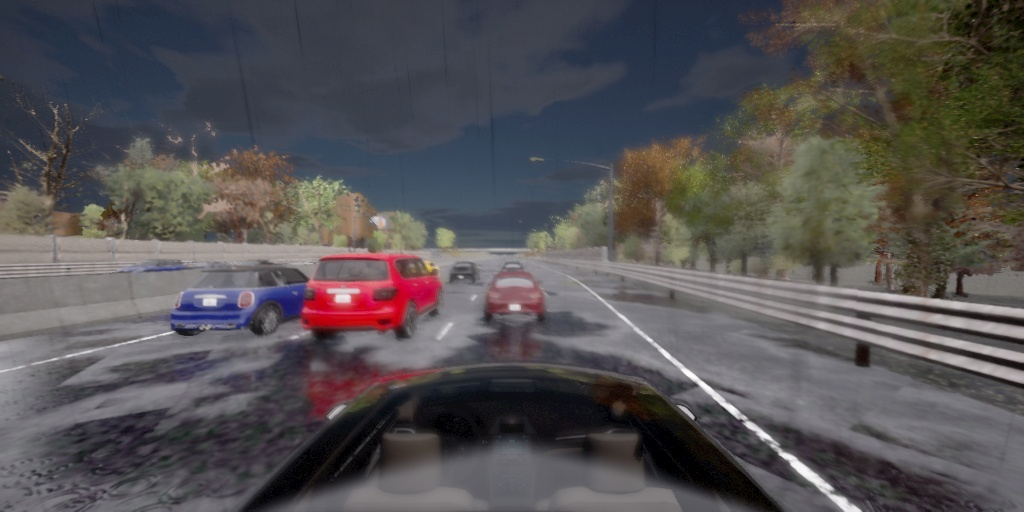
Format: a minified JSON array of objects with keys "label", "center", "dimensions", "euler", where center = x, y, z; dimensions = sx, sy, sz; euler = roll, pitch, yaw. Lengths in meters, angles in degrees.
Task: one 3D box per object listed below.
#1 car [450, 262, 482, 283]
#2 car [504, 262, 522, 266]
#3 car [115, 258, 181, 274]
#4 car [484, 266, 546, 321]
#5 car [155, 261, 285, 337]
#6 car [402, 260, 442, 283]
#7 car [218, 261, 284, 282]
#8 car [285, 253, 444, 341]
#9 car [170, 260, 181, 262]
[{"label":"car","center":[-3.410,1.174,26.619],"dimensions":[1.837,1.490,4.892],"euler":[0,0,0]},{"label":"car","center":[0.091,1.192,27.586],"dimensions":[1.812,1.442,4.674],"euler":[0,0,0]},{"label":"car","center":[-27.934,1.019,28.029],"dimensions":[2.097,1.767,4.553],"euler":[0,0,-1]},{"label":"car","center":[0.094,1.240,12.117],"dimensions":[1.812,1.442,4.674],"euler":[0,0,0]},{"label":"car","center":[-6.906,1.073,10.337],"dimensions":[2.097,1.767,4.553],"euler":[0,0,0]},{"label":"car","center":[-6.910,1.143,28.180],"dimensions":[1.882,1.535,5.008],"euler":[0,0,0]},{"label":"car","center":[-21.102,1.168,29.263],"dimensions":[1.837,1.490,4.892],"euler":[0,0,0]},{"label":"car","center":[-3.405,0.944,9.930],"dimensions":[2.150,2.045,5.566],"euler":[0,0,0]},{"label":"car","center":[-24.601,1.227,29.095],"dimensions":[1.994,1.385,4.181],"euler":[0,0,0]}]
